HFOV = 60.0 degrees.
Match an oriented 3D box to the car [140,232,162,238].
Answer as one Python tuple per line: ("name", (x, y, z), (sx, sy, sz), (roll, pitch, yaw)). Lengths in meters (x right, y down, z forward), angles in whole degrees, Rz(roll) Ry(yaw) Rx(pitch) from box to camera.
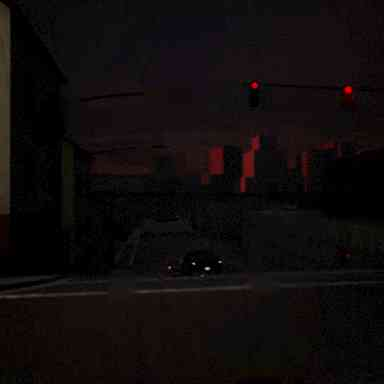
("car", (-11.115, 11.289, 86.885), (4.974, 1.542, 2.038), (-1, -1, 37))

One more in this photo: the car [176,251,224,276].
("car", (0.444, 4.155, 19.468), (2.033, 1.411, 5.357), (-1, -14, -8))

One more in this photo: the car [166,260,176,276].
("car", (-1.970, 8.965, 39.450), (2.097, 1.767, 4.553), (0, -11, -7))

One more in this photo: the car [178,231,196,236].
("car", (-1.356, 11.087, 88.890), (4.536, 1.218, 1.853), (-1, -1, 22))

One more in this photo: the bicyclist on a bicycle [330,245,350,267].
("bicyclist on a bicycle", (10.881, 4.680, 24.378), (1.656, 1.620, 0.582), (-1, -13, -5))

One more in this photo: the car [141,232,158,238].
("car", (-11.158, 11.133, 86.919), (4.536, 1.218, 1.853), (-1, -1, 37))

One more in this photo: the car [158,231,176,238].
("car", (-6.505, 11.104, 87.484), (4.536, 1.218, 1.853), (1, -2, -43))

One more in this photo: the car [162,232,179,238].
("car", (-6.541, 11.261, 87.445), (4.974, 1.542, 2.038), (1, -2, -43))

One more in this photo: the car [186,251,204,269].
("car", (0.407, 10.132, 49.923), (2.150, 2.045, 5.566), (-1, -5, -5))

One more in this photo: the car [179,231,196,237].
("car", (-1.306, 11.243, 88.868), (4.974, 1.542, 2.038), (-1, -1, 22))
